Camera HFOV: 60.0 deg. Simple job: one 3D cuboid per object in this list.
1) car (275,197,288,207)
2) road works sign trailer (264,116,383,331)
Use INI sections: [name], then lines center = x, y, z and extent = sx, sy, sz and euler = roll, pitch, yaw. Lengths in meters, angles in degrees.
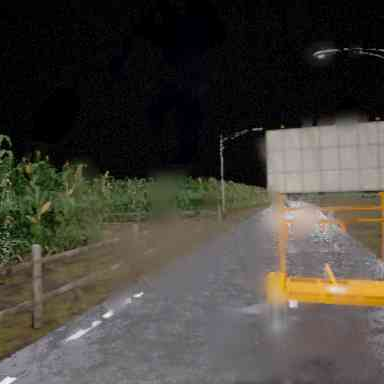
[car]
center = 14.867, 1.618, 55.104
extent = 1.837, 1.490, 4.892
euler = -2, -1, 17
[road works sign trailer]
center = 2.694, 0.428, 6.480
extent = 2.380, 3.560, 2.880
euler = -2, 0, 17
